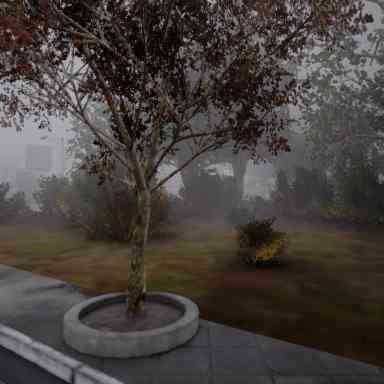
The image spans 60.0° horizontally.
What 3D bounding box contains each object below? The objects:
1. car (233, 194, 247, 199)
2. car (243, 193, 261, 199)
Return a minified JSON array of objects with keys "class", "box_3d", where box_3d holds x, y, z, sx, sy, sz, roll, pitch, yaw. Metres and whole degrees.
[{"class":"car","box_3d":[12.911,1.193,89.064,1.994,1.385,4.181,1,0,32]},{"class":"car","box_3d":[15.667,1.155,86.872,1.837,1.490,4.892,1,0,32]}]
